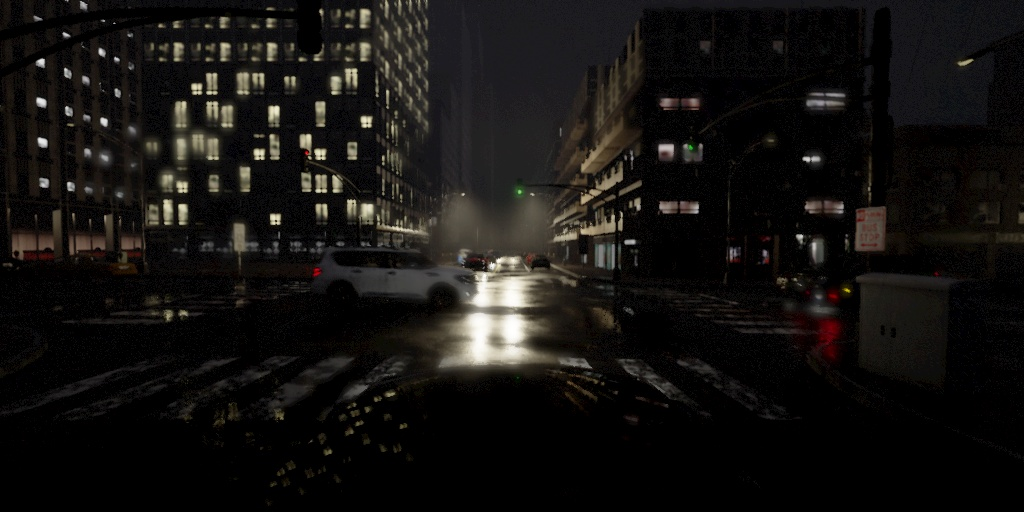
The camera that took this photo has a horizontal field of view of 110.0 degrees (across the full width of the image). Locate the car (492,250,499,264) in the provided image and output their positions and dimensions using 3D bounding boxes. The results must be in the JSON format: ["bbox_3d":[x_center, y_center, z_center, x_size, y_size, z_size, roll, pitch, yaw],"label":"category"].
[{"bbox_3d":[-3.075,0.317,47.148,1.994,1.385,4.181,0,1,0],"label":"car"}]

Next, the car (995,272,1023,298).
[{"bbox_3d":[27.060,1.467,18.679,4.313,1.339,1.948,0,0,-1],"label":"car"}]

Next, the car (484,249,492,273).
[{"bbox_3d":[-3.089,0.463,30.811,2.097,1.767,4.553,0,1,0],"label":"car"}]

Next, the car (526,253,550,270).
[{"bbox_3d":[2.695,0.590,34.747,1.948,1.339,4.313,0,0,0],"label":"car"}]

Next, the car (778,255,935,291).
[{"bbox_3d":[15.511,0.970,15.937,5.566,2.045,2.150,1,1,-2],"label":"car"}]

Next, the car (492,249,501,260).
[{"bbox_3d":[-2.991,-0.135,64.949,1.882,1.535,5.008,0,1,0],"label":"car"}]

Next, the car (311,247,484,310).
[{"bbox_3d":[-3.973,0.730,12.607,5.566,2.045,2.150,1,1,-1],"label":"car"}]

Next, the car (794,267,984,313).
[{"bbox_3d":[13.236,1.314,12.811,4.674,1.442,1.812,1,1,-1],"label":"car"}]

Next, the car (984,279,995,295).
[{"bbox_3d":[21.367,1.324,18.613,4.829,1.417,1.751,0,0,-1],"label":"car"}]

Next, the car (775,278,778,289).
[{"bbox_3d":[16.015,1.136,18.552,4.097,1.591,1.967,0,0,-1],"label":"car"}]

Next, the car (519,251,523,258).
[{"bbox_3d":[2.699,-0.012,61.671,2.007,1.370,4.403,0,0,0],"label":"car"}]

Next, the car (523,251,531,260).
[{"bbox_3d":[2.696,0.352,44.712,1.888,1.381,4.507,0,0,0],"label":"car"}]

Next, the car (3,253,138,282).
[{"bbox_3d":[-22.043,0.516,18.200,4.829,1.417,1.751,0,0,-1],"label":"car"}]

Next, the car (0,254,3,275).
[{"bbox_3d":[-27.487,0.456,18.049,4.313,1.339,1.948,0,0,-1],"label":"car"}]
